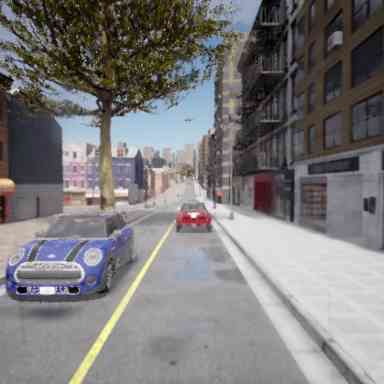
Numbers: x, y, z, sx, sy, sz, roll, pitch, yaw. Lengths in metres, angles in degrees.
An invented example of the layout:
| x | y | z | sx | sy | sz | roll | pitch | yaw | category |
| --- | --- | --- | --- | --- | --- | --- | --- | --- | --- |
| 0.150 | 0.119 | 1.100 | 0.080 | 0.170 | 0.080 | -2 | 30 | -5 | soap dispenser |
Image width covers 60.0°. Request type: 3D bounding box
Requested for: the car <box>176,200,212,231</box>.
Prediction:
| x | y | z | sx | sy | sz | roll | pitch | yaw | category |
| --- | --- | --- | --- | --- | --- | --- | --- | --- | --- |
| 0.106 | 1.380 | 20.858 | 2.097 | 1.767 | 4.553 | 0 | 0 | 0 | car |

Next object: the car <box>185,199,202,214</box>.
| x | y | z | sx | sy | sz | roll | pitch | yaw | category |
| --- | --- | --- | --- | --- | --- | --- | --- | --- | --- |
| 0.117 | 1.637 | 38.209 | 1.837 | 1.490 | 4.892 | 0 | 0 | 0 | car |

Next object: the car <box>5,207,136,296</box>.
| x | y | z | sx | sy | sz | roll | pitch | yaw | category |
| --- | --- | --- | --- | --- | --- | --- | --- | --- | --- |
| -2.845 | 1.346 | 8.792 | 2.097 | 1.767 | 4.553 | 0 | 0 | 0 | car |
